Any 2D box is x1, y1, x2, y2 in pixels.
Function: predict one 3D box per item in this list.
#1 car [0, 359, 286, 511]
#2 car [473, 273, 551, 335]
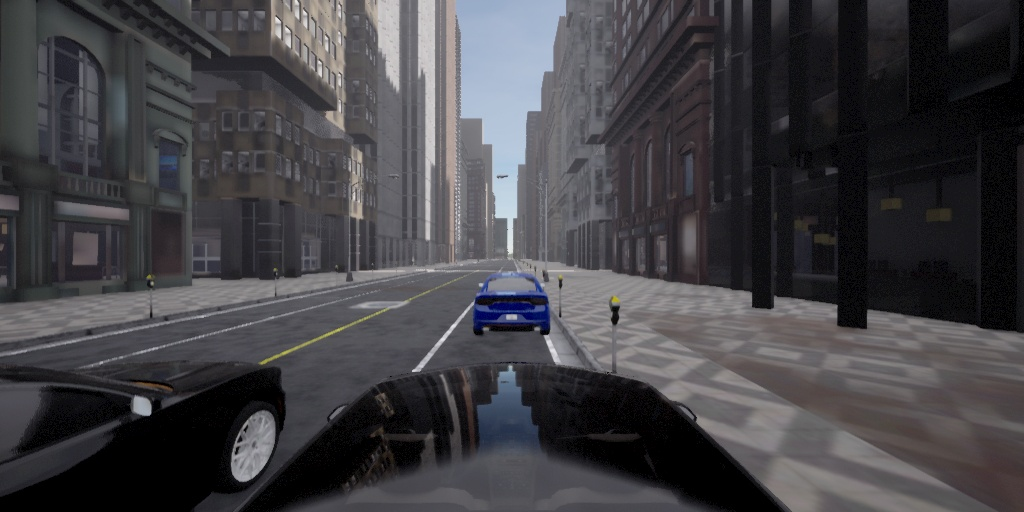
[{"bbox_3d":[-3.145,1.221,1.500,1.882,1.535,5.008,0,0,0],"label":"car"},{"bbox_3d":[-0.006,1.218,10.500,1.882,1.535,5.008,0,0,0],"label":"car"}]
